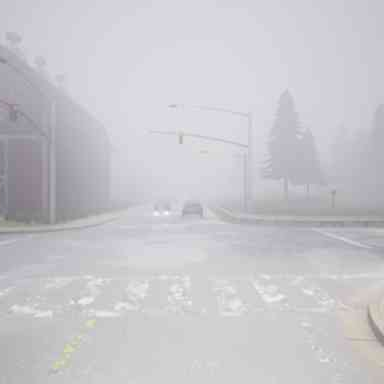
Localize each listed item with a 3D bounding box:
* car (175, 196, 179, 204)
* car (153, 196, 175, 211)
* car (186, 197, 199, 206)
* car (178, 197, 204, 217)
[{"bbox_3d":[-3.428,1.482,61.753,1.837,1.490,4.892,0,0,1],"label":"car"},{"bbox_3d":[-3.524,1.477,40.177,2.128,1.511,4.902,0,0,0],"label":"car"},{"bbox_3d":[0.102,1.525,56.053,2.033,1.411,5.357,0,0,0],"label":"car"},{"bbox_3d":[0.055,1.480,30.587,2.128,1.511,4.902,0,0,0],"label":"car"}]
